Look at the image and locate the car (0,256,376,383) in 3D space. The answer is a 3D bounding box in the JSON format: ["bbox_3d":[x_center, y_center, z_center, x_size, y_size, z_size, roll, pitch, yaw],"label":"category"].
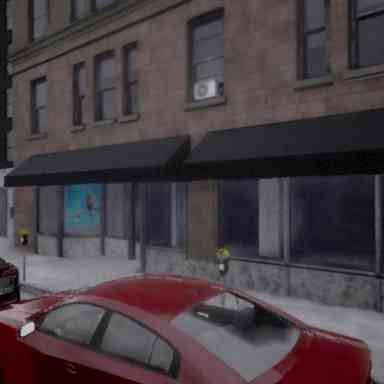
[{"bbox_3d":[-0.588,1.577,3.492,4.507,1.381,1.887,-1,0,35],"label":"car"}]
